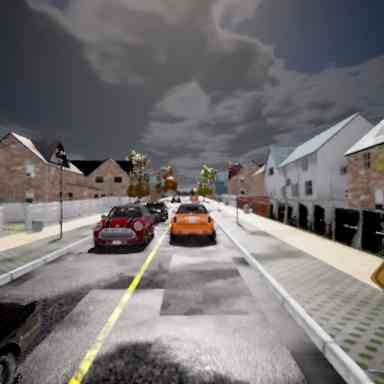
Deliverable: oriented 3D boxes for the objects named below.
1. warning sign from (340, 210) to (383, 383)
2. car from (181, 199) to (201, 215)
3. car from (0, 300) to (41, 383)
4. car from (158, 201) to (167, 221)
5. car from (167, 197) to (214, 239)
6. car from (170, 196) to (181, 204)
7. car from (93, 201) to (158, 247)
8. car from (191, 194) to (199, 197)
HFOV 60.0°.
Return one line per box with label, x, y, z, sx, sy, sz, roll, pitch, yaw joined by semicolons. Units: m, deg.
warning sign;2.462;1.113;3.391;1.300;1.860;1.060;-3;-3;0
car;-0.124;1.558;35.916;2.033;1.411;5.357;0;0;0
car;-2.852;1.608;2.031;1.895;1.301;4.718;0;0;0
car;-2.960;1.514;27.147;1.837;1.490;4.892;0;1;0
car;0.003;1.357;17.543;2.097;1.767;4.553;0;0;0
car;-3.155;1.587;65.878;1.994;1.385;4.181;0;0;0
car;-2.928;1.362;15.093;2.097;1.767;4.553;0;0;0
car;0.478;1.327;73.392;2.097;1.767;4.553;-3;-1;0
